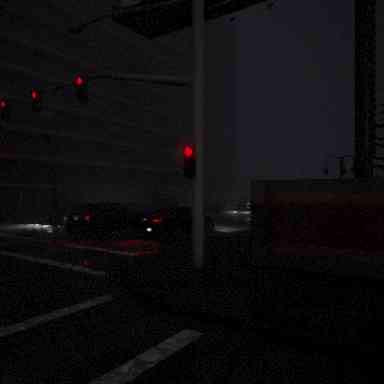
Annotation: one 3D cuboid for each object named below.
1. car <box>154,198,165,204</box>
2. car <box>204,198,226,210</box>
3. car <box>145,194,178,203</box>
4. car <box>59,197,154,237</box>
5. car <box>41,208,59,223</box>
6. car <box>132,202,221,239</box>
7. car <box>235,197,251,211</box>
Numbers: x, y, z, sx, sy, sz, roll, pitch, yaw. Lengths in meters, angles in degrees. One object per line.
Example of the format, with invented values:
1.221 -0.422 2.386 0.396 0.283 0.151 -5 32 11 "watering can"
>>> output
-4.515 1.484 24.682 1.882 1.535 5.008 0 0 35 "car"
1.192 1.570 32.782 1.994 1.385 4.181 0 0 34 "car"
-3.545 1.229 32.125 2.150 2.045 5.566 0 0 35 "car"
-4.522 1.357 18.254 2.097 1.767 4.553 0 0 35 "car"
-8.863 1.571 24.592 1.994 1.385 4.181 0 0 35 "car"
-0.631 1.508 17.696 1.837 1.490 4.892 0 0 35 "car"
7.106 1.358 41.119 2.097 1.767 4.553 0 0 36 "car"
